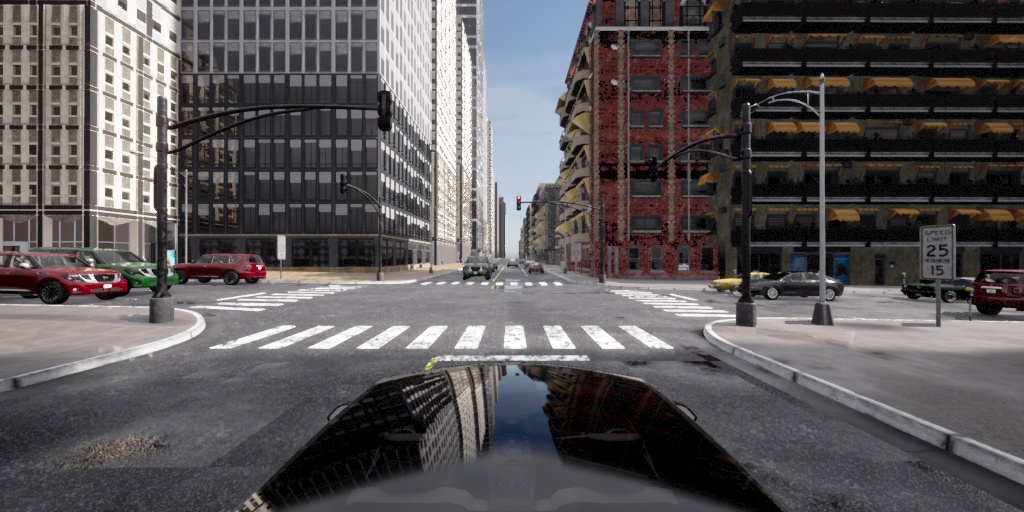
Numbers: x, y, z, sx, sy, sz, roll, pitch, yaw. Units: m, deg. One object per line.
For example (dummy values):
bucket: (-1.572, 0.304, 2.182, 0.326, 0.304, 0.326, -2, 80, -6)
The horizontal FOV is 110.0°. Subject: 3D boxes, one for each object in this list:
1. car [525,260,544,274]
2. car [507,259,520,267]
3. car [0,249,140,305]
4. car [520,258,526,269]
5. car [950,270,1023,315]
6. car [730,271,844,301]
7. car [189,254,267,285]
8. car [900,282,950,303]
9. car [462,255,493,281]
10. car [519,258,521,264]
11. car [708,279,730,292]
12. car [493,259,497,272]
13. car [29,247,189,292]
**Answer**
car: (2.769, 1.341, 41.651, 1.802, 1.307, 4.207, 0, 0, 0)
car: (0.139, 1.337, 65.052, 1.994, 1.385, 4.181, 0, 0, 1)
car: (-17.567, 0.757, 13.307, 5.009, 1.841, 2.192, 0, 0, 0)
car: (2.728, 1.317, 54.569, 2.007, 1.370, 4.403, 0, 0, 0)
car: (20.607, 1.461, 13.646, 5.009, 1.841, 2.192, 0, 0, 0)
car: (14.926, 1.561, 19.328, 4.892, 1.490, 1.837, 1, 0, 2)
car: (-17.696, 0.776, 21.686, 5.009, 1.841, 2.192, 0, 0, 0)
car: (24.217, 1.827, 19.432, 4.718, 1.301, 1.895, 1, 0, -1)
car: (-2.950, 0.974, 30.631, 2.150, 2.045, 5.566, 0, 0, -2)
car: (2.732, 1.321, 60.217, 2.007, 1.370, 4.403, 0, 0, 0)
car: (14.645, 1.587, 21.946, 4.829, 1.417, 1.751, 0, 0, 0)
car: (-3.064, 1.285, 42.911, 1.812, 1.442, 4.674, 0, 0, 0)
car: (-18.240, 0.658, 15.895, 5.566, 2.045, 2.150, 1, 0, 0)
